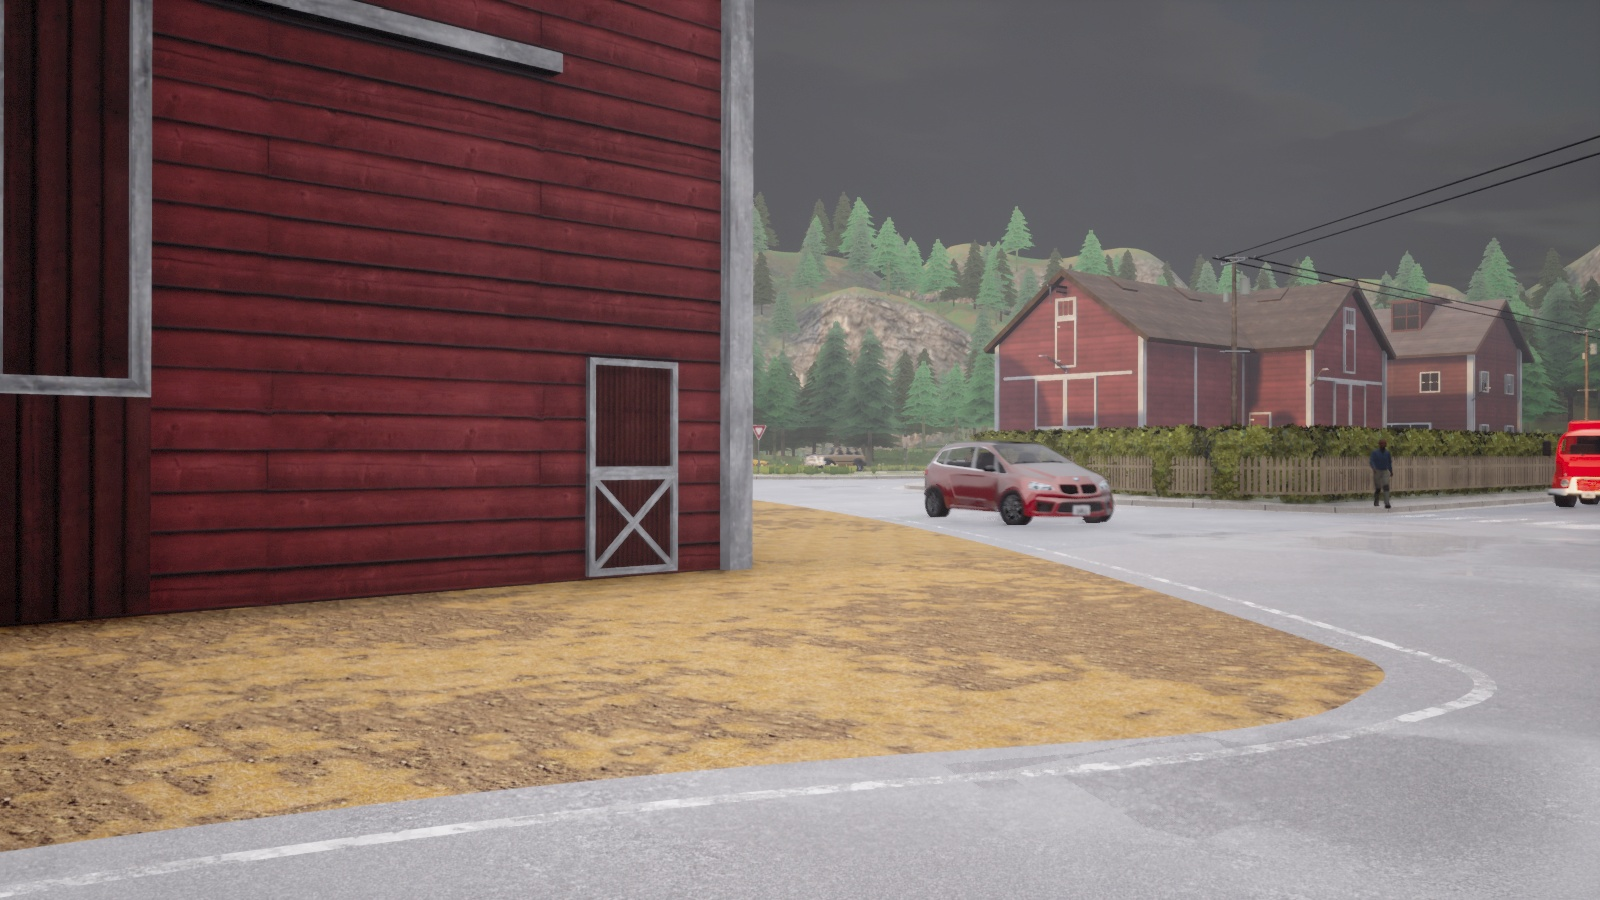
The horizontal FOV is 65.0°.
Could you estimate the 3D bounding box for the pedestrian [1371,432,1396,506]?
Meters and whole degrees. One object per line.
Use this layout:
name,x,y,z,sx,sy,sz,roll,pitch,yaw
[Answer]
pedestrian,14.793,0.479,31.860,0.370,1.835,0.726,0,0,8

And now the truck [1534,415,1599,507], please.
truck,23.127,0.296,35.518,5.204,2.467,2.627,0,0,-42

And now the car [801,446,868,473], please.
car,2.425,0.631,87.578,4.605,1.855,1.932,0,0,-42

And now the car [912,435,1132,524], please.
car,4.453,0.549,26.039,2.242,1.667,4.611,0,0,-25
